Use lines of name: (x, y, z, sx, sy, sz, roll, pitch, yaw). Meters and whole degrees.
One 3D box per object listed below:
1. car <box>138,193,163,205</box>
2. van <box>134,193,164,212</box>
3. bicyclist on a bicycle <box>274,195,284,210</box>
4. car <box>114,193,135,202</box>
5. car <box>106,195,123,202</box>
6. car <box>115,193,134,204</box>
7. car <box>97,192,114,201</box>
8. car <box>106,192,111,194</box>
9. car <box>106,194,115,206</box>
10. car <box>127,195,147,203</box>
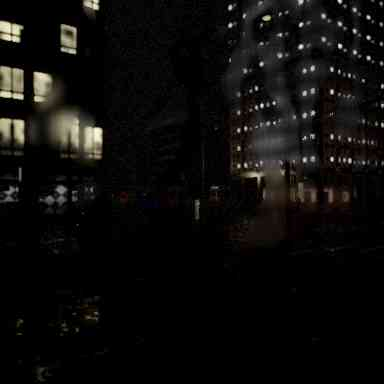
car: (-7.089, 1.095, 56.344, 2.192, 1.841, 5.009, 0, 0, -34)
van: (-4.717, 1.251, 37.885, 1.690, 1.788, 3.998, 0, 0, -34)
bicyclist on a bicycle: (9.673, 1.184, 36.817, 1.656, 1.620, 0.582, -1, 1, -34)
car: (-13.298, 1.042, 65.520, 2.192, 1.841, 5.009, 0, 0, -34)
car: (-16.402, 1.266, 70.109, 1.947, 1.339, 4.313, 0, 0, -34)
car: (-11.021, 1.259, 57.521, 1.882, 1.535, 5.008, 0, 1, -34)
car: (-19.506, 0.988, 74.695, 2.192, 1.841, 5.009, 0, 0, -34)
car: (-16.697, 1.279, 65.913, 2.033, 1.411, 5.357, 0, 1, -34)
car: (-14.030, 1.397, 51.649, 1.947, 1.339, 4.313, 0, 0, -34)
car: (-10.194, 1.299, 60.932, 1.887, 1.381, 4.507, 0, 0, -34)
